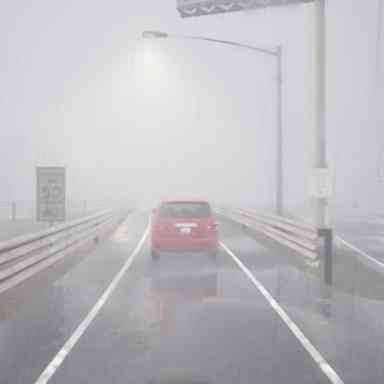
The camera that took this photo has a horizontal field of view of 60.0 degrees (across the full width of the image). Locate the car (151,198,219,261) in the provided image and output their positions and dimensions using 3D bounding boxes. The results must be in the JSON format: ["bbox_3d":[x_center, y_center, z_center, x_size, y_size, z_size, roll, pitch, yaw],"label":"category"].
[{"bbox_3d":[-0.325,1.217,12.441,2.150,2.045,5.566,0,0,-3],"label":"car"}]
